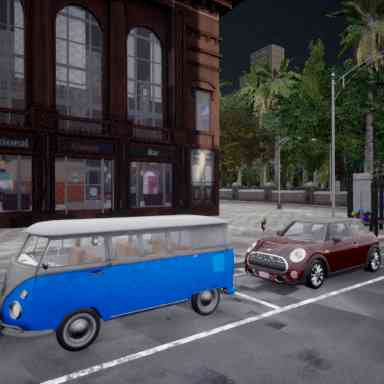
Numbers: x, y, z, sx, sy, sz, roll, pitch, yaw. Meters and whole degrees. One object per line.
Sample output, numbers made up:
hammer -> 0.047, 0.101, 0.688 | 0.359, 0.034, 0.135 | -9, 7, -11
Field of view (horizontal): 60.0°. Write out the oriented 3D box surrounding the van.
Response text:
van -> -1.079, 1.341, 5.891 | 3.998, 1.788, 1.690 | 0, 0, -36

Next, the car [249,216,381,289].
car -> 3.322, 1.439, 9.065 | 4.097, 1.590, 1.967 | 0, 0, -36
